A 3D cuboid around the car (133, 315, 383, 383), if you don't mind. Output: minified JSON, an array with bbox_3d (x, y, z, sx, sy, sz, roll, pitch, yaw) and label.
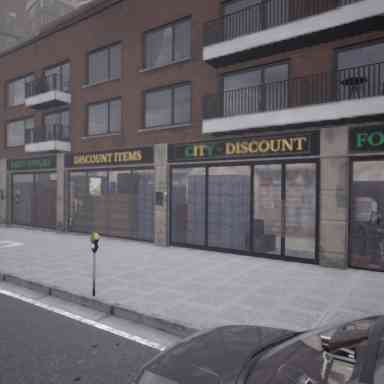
[{"bbox_3d":[1.463,1.551,2.029,4.403,1.369,2.008,0,1,35],"label":"car"}]
